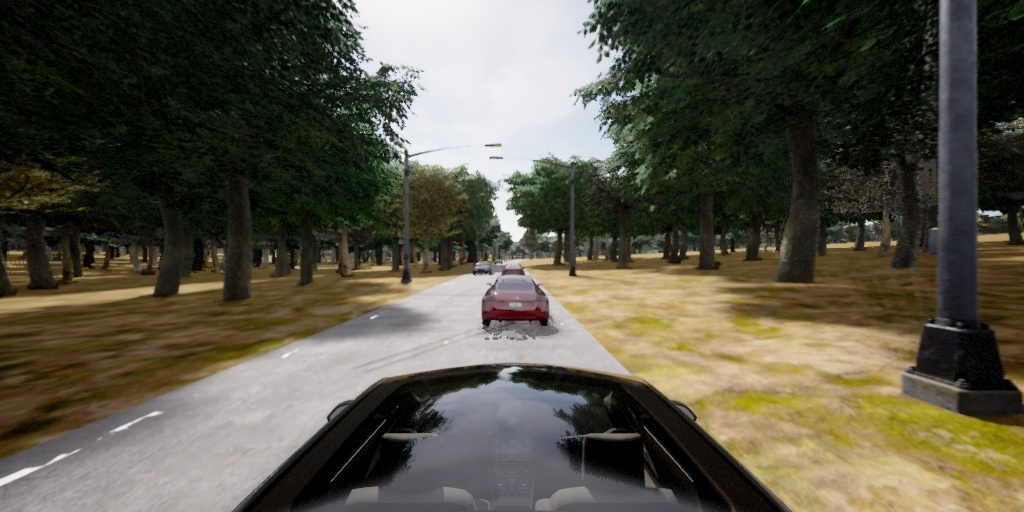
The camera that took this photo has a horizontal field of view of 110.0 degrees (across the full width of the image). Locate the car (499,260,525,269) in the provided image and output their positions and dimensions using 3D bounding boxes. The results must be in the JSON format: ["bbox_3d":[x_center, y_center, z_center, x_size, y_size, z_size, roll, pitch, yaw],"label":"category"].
[{"bbox_3d":[0.097,1.265,28.754,1.812,1.442,4.674,0,0,0],"label":"car"}]

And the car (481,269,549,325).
[{"bbox_3d":[0.095,1.303,11.774,1.994,1.385,4.181,0,0,0],"label":"car"}]

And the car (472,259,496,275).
[{"bbox_3d":[-3.094,1.306,38.178,1.994,1.385,4.181,0,0,0],"label":"car"}]
